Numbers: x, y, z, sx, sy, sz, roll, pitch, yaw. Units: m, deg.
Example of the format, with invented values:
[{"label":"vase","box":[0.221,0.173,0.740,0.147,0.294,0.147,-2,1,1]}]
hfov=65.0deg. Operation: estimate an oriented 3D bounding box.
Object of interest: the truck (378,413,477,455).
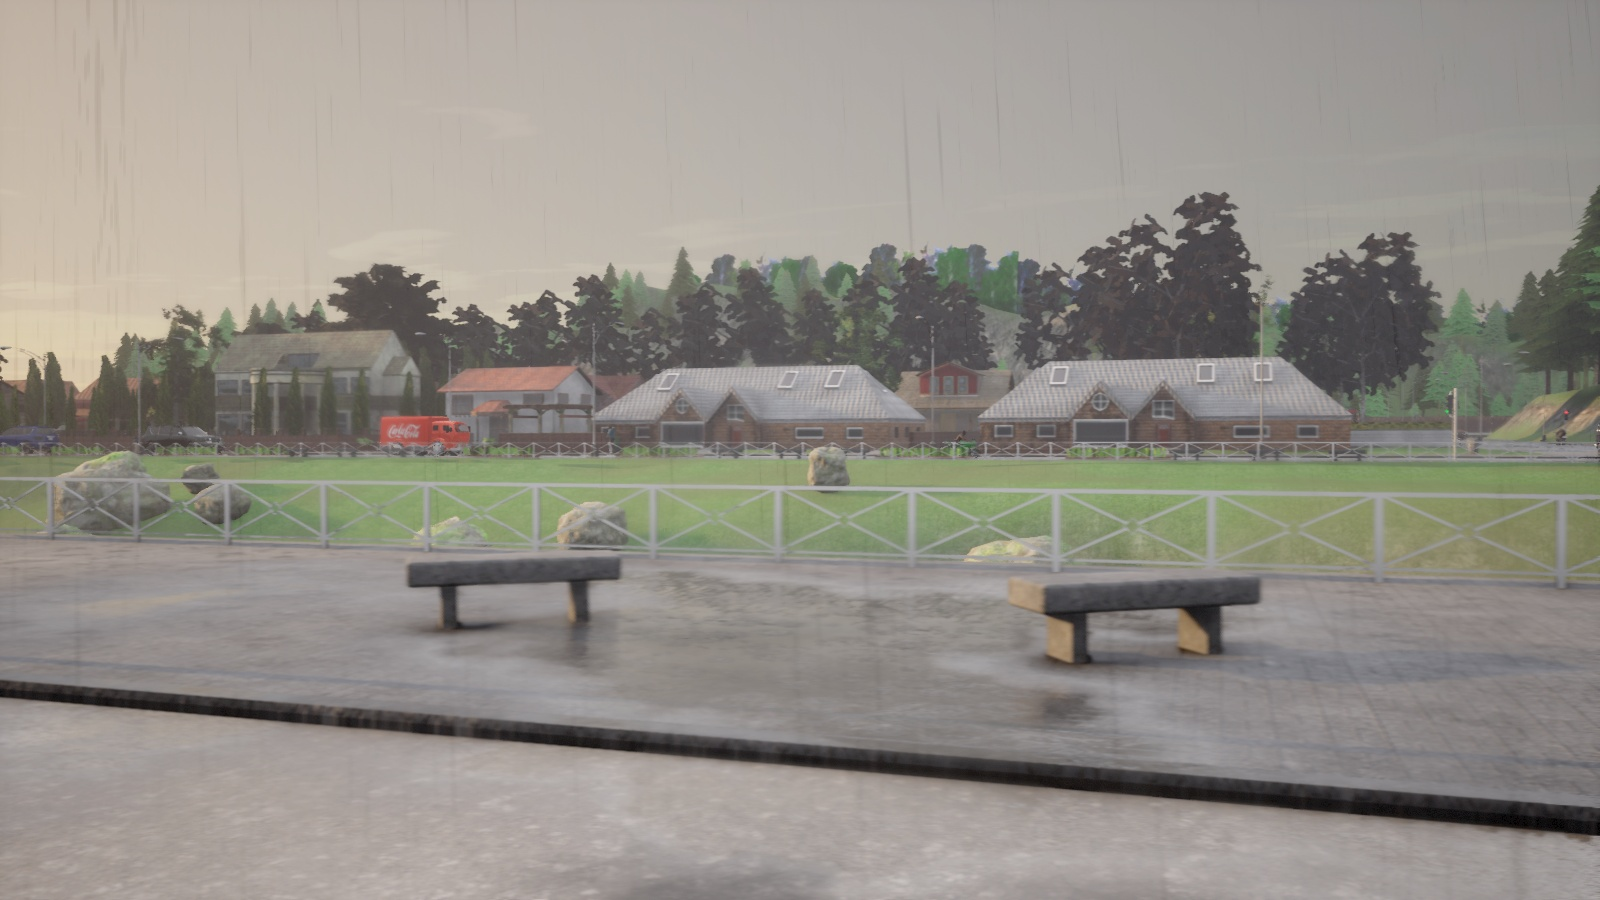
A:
[{"label":"truck","box":[-22.638,-0.968,76.378,5.204,2.467,2.627,1,1,19]}]

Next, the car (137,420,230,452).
[{"label":"car","box":[-40.427,-0.926,82.370,5.566,2.045,2.150,1,1,19]}]

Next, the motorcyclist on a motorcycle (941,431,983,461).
[{"label":"motorcyclist on a motorcycle","box":[8.504,-0.215,65.900,2.044,1.523,0.797,1,1,19]}]

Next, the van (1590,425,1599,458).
[{"label":"van","box":[50.061,-0.490,76.726,2.069,2.038,4.480,1,1,19]}]
